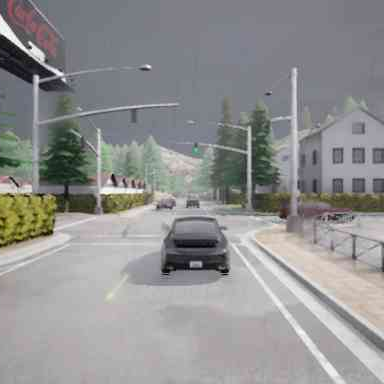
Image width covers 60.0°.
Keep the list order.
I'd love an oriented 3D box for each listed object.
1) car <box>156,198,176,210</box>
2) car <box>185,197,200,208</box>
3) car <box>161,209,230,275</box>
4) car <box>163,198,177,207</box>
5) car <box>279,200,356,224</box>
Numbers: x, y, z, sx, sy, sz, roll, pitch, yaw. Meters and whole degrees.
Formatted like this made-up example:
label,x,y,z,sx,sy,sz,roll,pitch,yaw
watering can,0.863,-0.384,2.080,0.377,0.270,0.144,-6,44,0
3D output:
label,x,y,z,sx,sy,sz,roll,pitch,yaw
car,-3.516,1.608,43.407,1.994,1.385,4.181,0,0,0
car,0.082,1.554,48.760,1.837,1.490,4.892,0,0,0
car,0.096,1.515,10.513,1.837,1.490,4.892,0,0,0
car,-3.520,1.655,53.402,1.895,1.301,4.718,0,0,0
car,8.446,1.309,22.530,5.008,1.535,1.882,0,-1,-1
